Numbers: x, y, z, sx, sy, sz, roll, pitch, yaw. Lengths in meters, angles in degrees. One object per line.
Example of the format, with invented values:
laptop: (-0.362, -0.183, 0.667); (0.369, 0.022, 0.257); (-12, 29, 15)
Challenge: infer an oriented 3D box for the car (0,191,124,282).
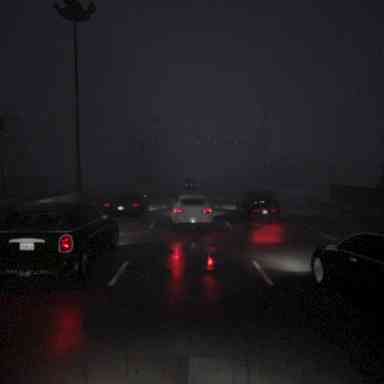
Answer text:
car: (-3.437, 1.032, 9.032); (2.097, 1.767, 4.553); (0, 3, 0)

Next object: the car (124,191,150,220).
car: (-3.485, 0.617, 18.195); (1.994, 1.385, 4.181); (0, 4, 0)

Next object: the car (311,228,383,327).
car: (3.577, 1.344, 5.554); (1.837, 1.490, 4.892); (0, 1, 0)

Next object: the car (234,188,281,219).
car: (3.536, 0.548, 18.371); (1.837, 1.490, 4.892); (0, 4, 1)

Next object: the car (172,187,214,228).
car: (0.025, 0.760, 15.692); (1.812, 1.442, 4.674); (0, 4, 0)

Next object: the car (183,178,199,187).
car: (-0.102, -0.977, 39.719); (2.033, 1.411, 5.357); (0, 4, 0)
